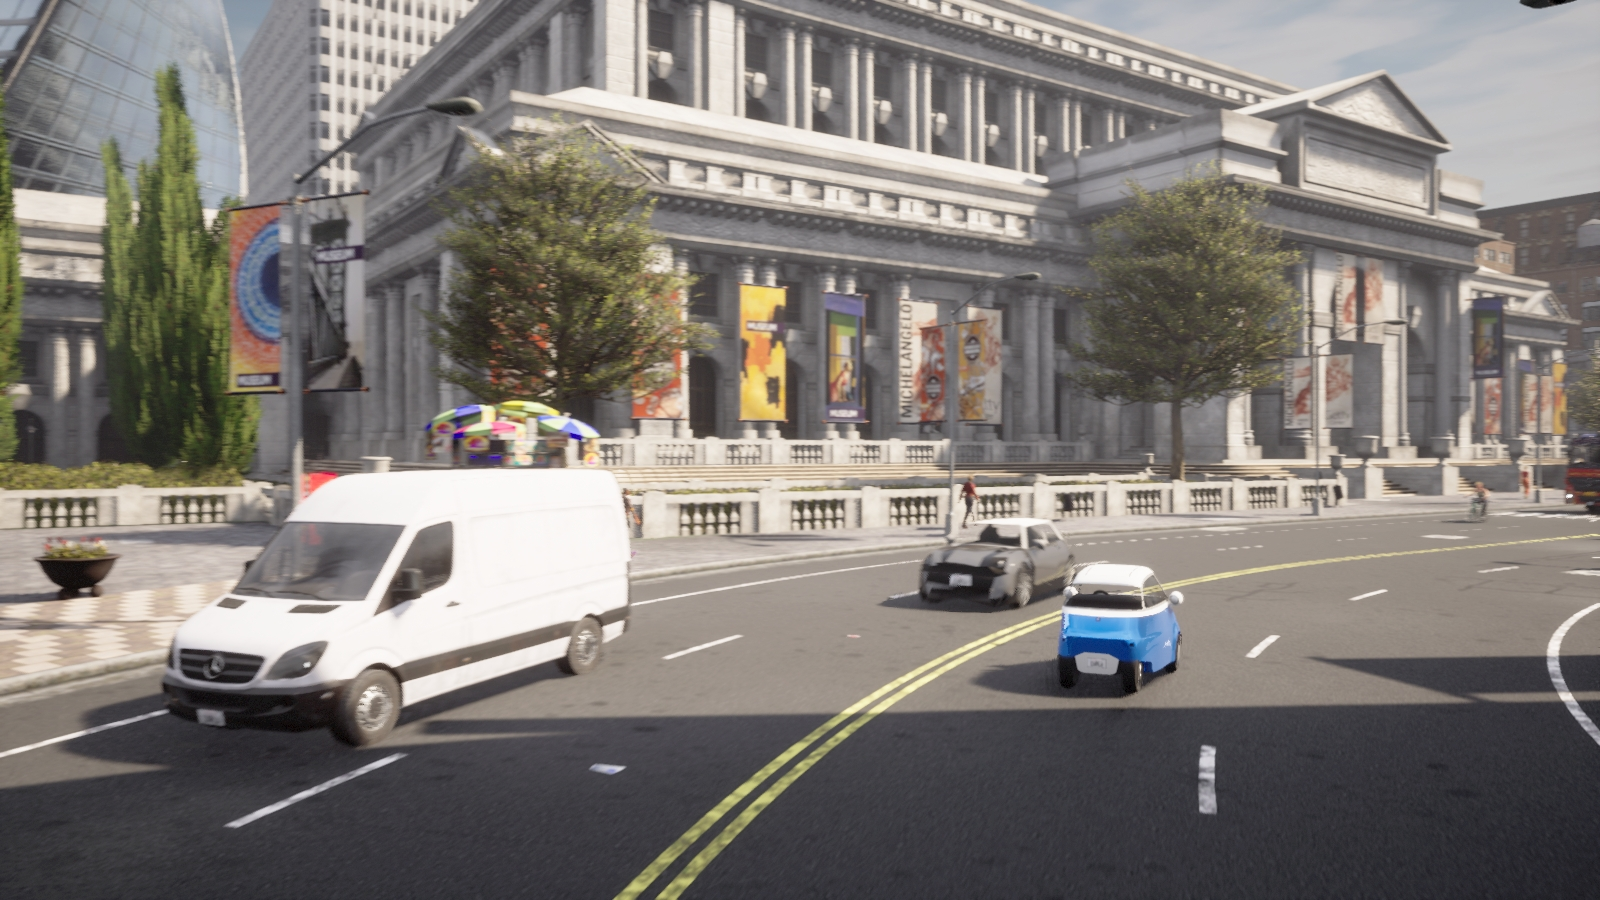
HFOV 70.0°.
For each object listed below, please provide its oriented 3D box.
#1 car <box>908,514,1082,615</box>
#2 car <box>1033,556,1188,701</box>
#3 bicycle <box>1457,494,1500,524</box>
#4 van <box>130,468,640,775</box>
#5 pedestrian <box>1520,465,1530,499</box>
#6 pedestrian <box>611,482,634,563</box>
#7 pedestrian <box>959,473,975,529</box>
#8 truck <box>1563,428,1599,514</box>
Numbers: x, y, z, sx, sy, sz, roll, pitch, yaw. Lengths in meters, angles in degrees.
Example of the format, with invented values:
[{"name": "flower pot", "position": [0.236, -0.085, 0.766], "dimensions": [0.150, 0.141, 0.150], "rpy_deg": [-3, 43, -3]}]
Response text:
[{"name": "car", "position": [3.763, 2.069, 21.560], "dimensions": [1.970, 1.475, 3.806], "rpy_deg": [0, 0, 31]}, {"name": "car", "position": [3.885, 2.125, 14.129], "dimensions": [1.481, 1.376, 2.207], "rpy_deg": [0, 0, 26]}, {"name": "bicycle", "position": [26.217, 2.286, 44.156], "dimensions": [1.487, 1.080, 0.859], "rpy_deg": [0, 0, -34]}, {"name": "van", "position": [-4.191, 1.530, 12.986], "dimensions": [1.988, 2.561, 5.915], "rpy_deg": [0, 0, 22]}, {"name": "pedestrian", "position": [39.425, 1.741, 62.113], "dimensions": [0.375, 1.860, 0.375], "rpy_deg": [0, 0, -45]}, {"name": "pedestrian", "position": [-4.149, 1.692, 26.731], "dimensions": [0.375, 1.860, 0.375], "rpy_deg": [0, 0, 31]}, {"name": "pedestrian", "position": [5.582, 1.703, 38.150], "dimensions": [0.375, 1.860, 0.375], "rpy_deg": [0, 0, -34]}, {"name": "truck", "position": [39.234, 0.935, 51.827], "dimensions": [8.468, 3.827, 2.891], "rpy_deg": [0, 0, -15]}]
